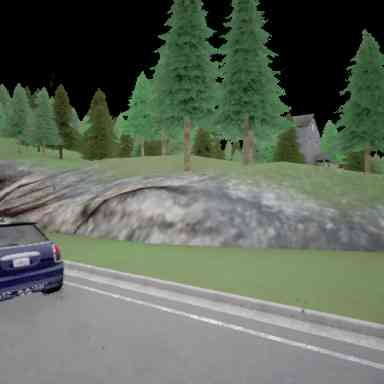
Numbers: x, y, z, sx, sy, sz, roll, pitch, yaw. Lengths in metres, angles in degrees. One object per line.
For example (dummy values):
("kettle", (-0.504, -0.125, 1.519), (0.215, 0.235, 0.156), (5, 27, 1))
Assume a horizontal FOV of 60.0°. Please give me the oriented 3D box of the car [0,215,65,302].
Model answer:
("car", (-4.959, 1.352, 7.536), (4.553, 1.767, 2.097), (0, 0, 36))
